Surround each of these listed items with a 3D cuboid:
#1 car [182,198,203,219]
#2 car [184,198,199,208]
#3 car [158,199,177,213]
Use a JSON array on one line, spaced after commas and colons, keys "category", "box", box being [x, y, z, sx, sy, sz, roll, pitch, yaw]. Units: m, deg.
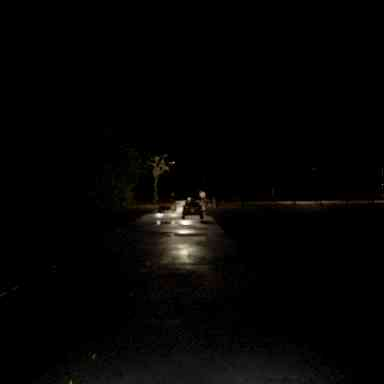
[{"category": "car", "box": [0.050, 1.504, 30.034, 1.801, 1.575, 5.366, 0, 0, 0]}, {"category": "car", "box": [-0.032, 1.616, 50.803, 2.163, 1.488, 4.792, 0, 0, 0]}, {"category": "car", "box": [-2.798, 1.548, 38.203, 1.882, 1.535, 5.008, 0, 0, 0]}]
